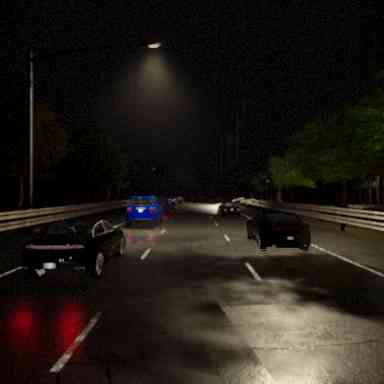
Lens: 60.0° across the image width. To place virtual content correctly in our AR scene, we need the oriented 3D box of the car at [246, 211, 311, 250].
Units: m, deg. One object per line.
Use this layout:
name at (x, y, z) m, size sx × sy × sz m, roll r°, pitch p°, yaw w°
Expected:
car at (3.623, 1.557, 14.700) m, size 1.882 × 1.535 × 5.008 m, roll 0°, pitch 0°, yaw 0°

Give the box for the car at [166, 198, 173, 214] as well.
car at (-3.442, 1.662, 36.878) m, size 1.812 × 1.442 × 4.674 m, roll 0°, pitch 0°, yaw 0°

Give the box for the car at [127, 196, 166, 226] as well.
car at (-3.360, 1.333, 24.357) m, size 2.150 × 2.045 × 5.566 m, roll 0°, pitch 0°, yaw 0°

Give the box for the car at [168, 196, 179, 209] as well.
car at (-3.425, 1.648, 47.882) m, size 2.128 × 1.511 × 4.902 m, roll 0°, pitch 0°, yaw 0°

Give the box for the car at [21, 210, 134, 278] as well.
car at (-3.384, 1.552, 10.354) m, size 2.128 × 1.511 × 4.902 m, roll 0°, pitch 0°, yaw 0°

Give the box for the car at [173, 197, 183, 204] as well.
car at (-3.373, 2.012, 80.898) m, size 2.128 × 1.511 × 4.902 m, roll 0°, pitch -1°, yaw 0°

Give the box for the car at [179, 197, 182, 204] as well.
car at (-3.408, 1.564, 58.860) m, size 2.097 × 1.767 × 4.553 m, roll 0°, pitch 0°, yaw 0°

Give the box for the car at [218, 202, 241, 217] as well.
car at (3.653, 1.677, 32.944) m, size 2.033 × 1.411 × 5.357 m, roll 0°, pitch 0°, yaw 0°

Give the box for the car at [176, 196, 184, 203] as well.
car at (-3.356, 2.100, 91.871) m, size 2.097 × 1.767 × 4.553 m, roll 0°, pitch -1°, yaw 0°

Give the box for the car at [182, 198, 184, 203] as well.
car at (-3.390, 1.838, 69.925) m, size 2.163 × 1.488 × 4.792 m, roll 0°, pitch -1°, yaw 0°
